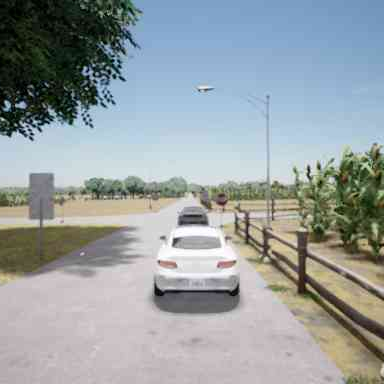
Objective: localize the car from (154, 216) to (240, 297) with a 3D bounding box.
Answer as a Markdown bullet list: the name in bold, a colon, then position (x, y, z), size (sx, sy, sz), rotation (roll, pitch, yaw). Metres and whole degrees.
- **car**: position (0.099, 1.579, 8.614), size (1.812, 1.442, 4.674), rotation (0, -1, 0)

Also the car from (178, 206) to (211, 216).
- **car**: position (0.122, 1.671, 21.551), size (1.837, 1.490, 4.892), rotation (0, -1, 2)
